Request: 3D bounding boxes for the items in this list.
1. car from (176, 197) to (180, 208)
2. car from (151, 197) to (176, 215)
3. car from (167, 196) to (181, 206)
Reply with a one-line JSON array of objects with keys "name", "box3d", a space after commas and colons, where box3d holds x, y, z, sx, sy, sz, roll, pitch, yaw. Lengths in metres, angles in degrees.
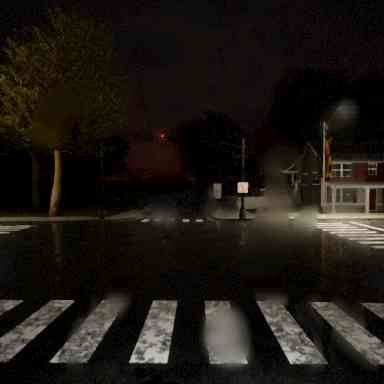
[{"name": "car", "box3d": [-2.914, 1.462, 44.097, 1.837, 1.490, 4.892, 0, 0, 0]}, {"name": "car", "box3d": [-2.958, 1.449, 33.795, 1.882, 1.535, 5.008, 0, 0, 0]}, {"name": "car", "box3d": [-2.865, 1.486, 54.726, 2.033, 1.411, 5.357, 0, 0, 0]}]
